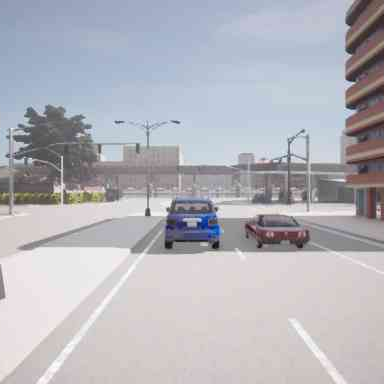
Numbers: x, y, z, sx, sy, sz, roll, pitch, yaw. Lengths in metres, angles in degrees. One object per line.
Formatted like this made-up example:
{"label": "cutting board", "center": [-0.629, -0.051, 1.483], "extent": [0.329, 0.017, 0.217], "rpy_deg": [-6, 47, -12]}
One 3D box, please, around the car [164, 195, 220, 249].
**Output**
{"label": "car", "center": [0.000, 1.256, 14.680], "extent": [2.150, 2.045, 5.566], "rpy_deg": [0, 0, 0]}

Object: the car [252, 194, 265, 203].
{"label": "car", "center": [13.210, 1.293, 65.641], "extent": [2.242, 1.667, 4.611], "rpy_deg": [0, 0, 0]}

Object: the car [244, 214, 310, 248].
{"label": "car", "center": [3.502, 1.612, 14.680], "extent": [1.895, 1.301, 4.718], "rpy_deg": [0, 0, 0]}

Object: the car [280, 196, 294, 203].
{"label": "car", "center": [18.955, 1.454, 66.403], "extent": [1.970, 1.475, 3.806], "rpy_deg": [0, 0, 0]}

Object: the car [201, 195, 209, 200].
{"label": "car", "center": [3.500, 1.511, 90.316], "extent": [1.812, 1.442, 4.674], "rpy_deg": [0, 0, 0]}

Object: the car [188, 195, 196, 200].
{"label": "car", "center": [0.000, 1.527, 90.316], "extent": [2.033, 1.411, 5.357], "rpy_deg": [0, 0, 0]}
